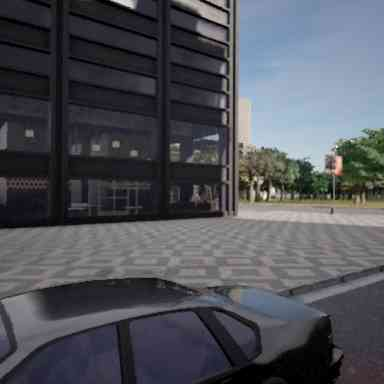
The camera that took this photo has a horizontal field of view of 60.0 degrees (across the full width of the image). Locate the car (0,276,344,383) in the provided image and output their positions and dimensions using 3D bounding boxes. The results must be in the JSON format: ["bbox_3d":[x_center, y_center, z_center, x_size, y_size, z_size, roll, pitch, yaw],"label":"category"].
[{"bbox_3d":[-0.946,1.549,2.704,5.357,1.411,2.033,0,0,-35],"label":"car"}]
